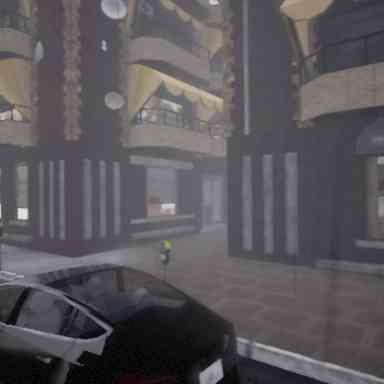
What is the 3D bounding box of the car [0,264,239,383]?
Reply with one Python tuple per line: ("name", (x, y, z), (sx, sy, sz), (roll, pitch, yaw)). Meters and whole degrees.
("car", (-1.531, 1.560, 3.979), (4.313, 1.339, 1.947), (0, -1, 35))
